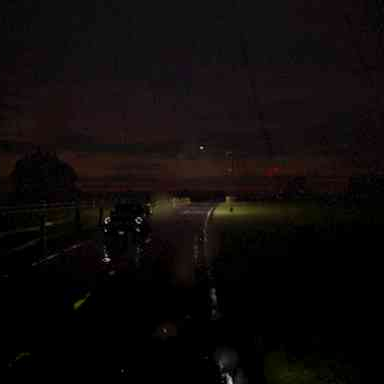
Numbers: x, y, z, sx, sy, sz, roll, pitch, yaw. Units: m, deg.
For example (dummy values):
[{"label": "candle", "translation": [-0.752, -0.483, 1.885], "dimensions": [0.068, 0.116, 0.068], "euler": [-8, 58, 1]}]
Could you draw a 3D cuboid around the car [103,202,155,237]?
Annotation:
[{"label": "car", "translation": [-3.346, 1.405, 18.391], "dimensions": [2.097, 1.767, 4.553], "euler": [0, 0, 2]}]
